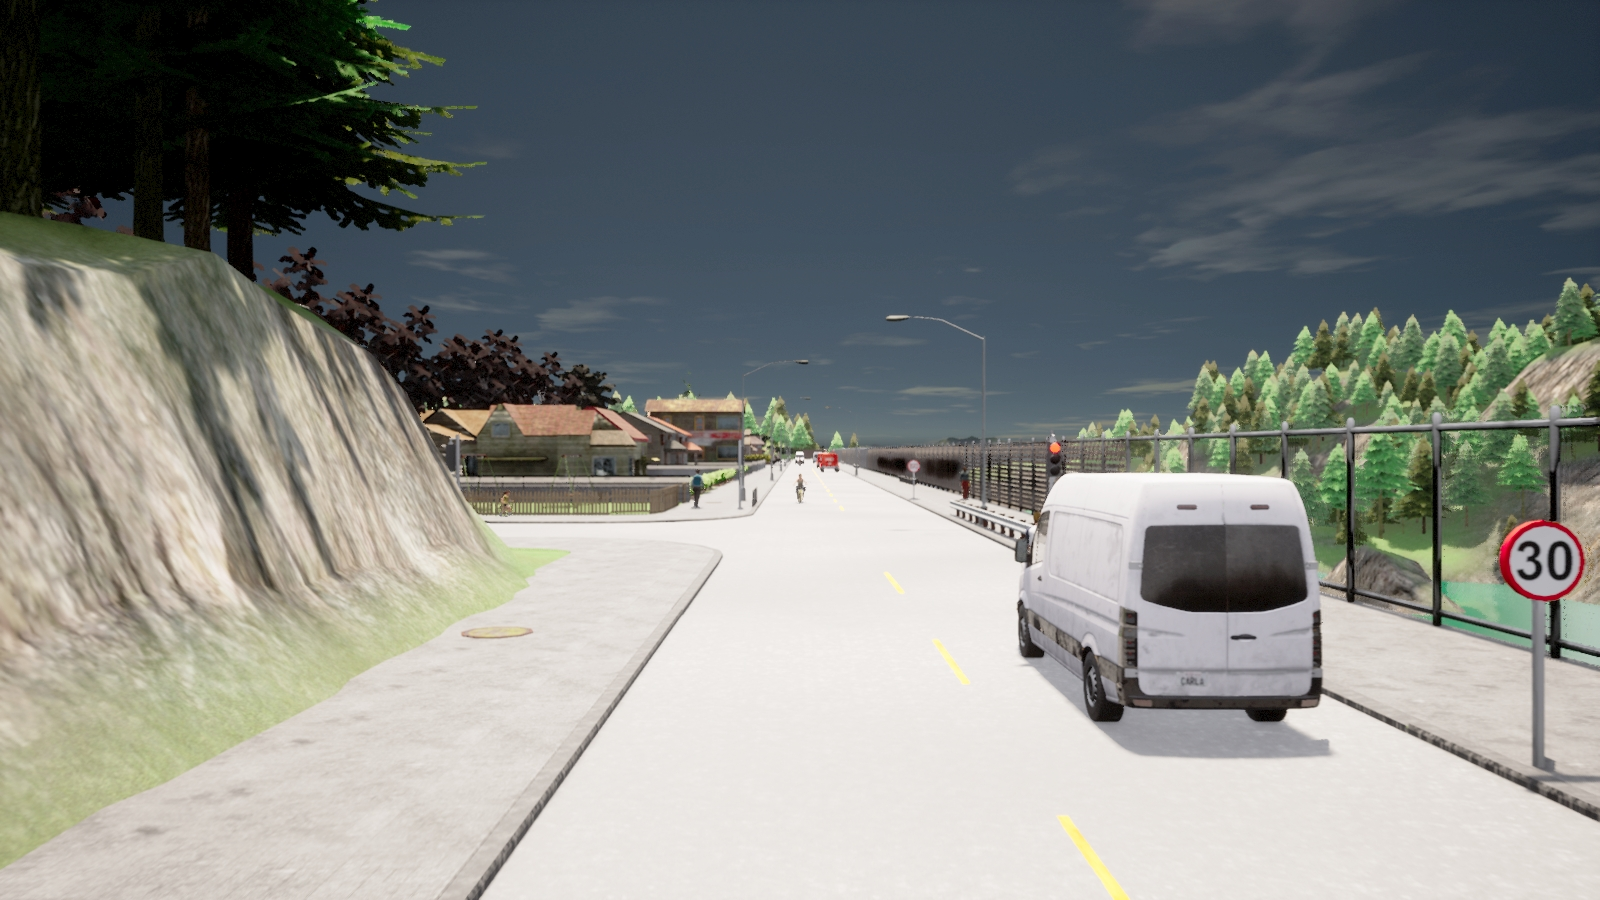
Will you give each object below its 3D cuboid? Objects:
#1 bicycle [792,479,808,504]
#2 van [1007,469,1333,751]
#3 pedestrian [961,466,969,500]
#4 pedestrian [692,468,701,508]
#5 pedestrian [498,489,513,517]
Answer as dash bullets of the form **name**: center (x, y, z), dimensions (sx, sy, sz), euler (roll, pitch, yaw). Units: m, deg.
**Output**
- **bicycle**: center (0.023, 2.223, 61.126), dimensions (0.859, 1.276, 1.487), euler (0, -1, 0)
- **van**: center (4.006, 1.551, 13.674), dimensions (1.988, 2.561, 5.915), euler (0, 0, 0)
- **pedestrian**: center (9.048, 1.811, 62.643), dimensions (0.375, 1.860, 0.375), euler (0, 0, -3)
- **pedestrian**: center (-4.856, 1.804, 53.796), dimensions (0.375, 1.860, 0.375), euler (0, 0, 4)
- **pedestrian**: center (-12.112, 2.177, 46.951), dimensions (0.500, 1.100, 0.500), euler (0, 0, -3)
